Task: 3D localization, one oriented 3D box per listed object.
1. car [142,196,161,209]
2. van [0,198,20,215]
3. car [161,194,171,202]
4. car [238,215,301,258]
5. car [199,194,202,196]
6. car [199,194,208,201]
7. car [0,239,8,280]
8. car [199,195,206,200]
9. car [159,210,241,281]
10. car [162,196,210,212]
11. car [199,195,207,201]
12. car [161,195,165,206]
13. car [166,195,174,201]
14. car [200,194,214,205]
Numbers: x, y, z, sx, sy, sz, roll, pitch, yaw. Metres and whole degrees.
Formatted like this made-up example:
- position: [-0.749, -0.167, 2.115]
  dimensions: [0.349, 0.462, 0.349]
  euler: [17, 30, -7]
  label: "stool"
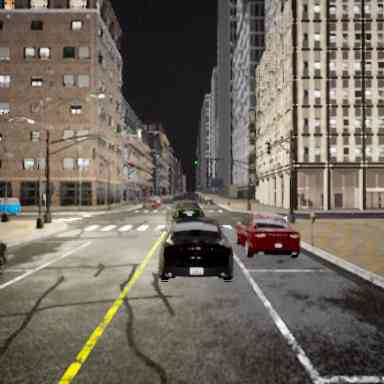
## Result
- position: [-5.664, 1.552, 45.058]
  dimensions: [1.802, 1.307, 4.206]
  euler: [1, 0, 0]
  label: "car"
- position: [-19.723, 1.509, 33.934]
  dimensions: [3.998, 1.788, 1.690]
  euler: [0, 0, 1]
  label: "van"
- position: [-5.651, 1.368, 73.315]
  dimensions: [1.967, 1.590, 4.097]
  euler: [1, 0, 0]
  label: "car"
- position: [2.704, 1.539, 12.611]
  dimensions: [1.887, 1.381, 4.507]
  euler: [1, 0, 0]
  label: "car"
- position: [2.723, 1.489, 62.009]
  dimensions: [1.887, 1.381, 4.507]
  euler: [1, 0, 0]
  label: "car"
- position: [2.732, 1.359, 78.964]
  dimensions: [1.967, 1.590, 4.097]
  euler: [1, 0, 0]
  label: "car"
- position: [-5.679, 1.563, 7.043]
  dimensions: [1.947, 1.339, 4.313]
  euler: [1, 0, 0]
  label: "car"
- position: [2.734, 1.482, 90.266]
  dimensions: [1.802, 1.307, 4.206]
  euler: [1, 0, 0]
  label: "car"
- position: [0.104, 1.502, 9.823]
  dimensions: [1.837, 1.490, 4.892]
  euler: [0, 0, 0]
  label: "car"
- position: [-0.520, 1.340, 21.547]
  dimensions: [2.097, 1.767, 4.553]
  euler: [0, 0, -9]
  label: "car"
- position: [2.733, 1.435, 84.785]
  dimensions: [1.752, 1.417, 4.829]
  euler: [1, 0, 0]
  label: "car"
- position: [-5.659, 1.402, 50.711]
  dimensions: [1.967, 1.590, 4.097]
  euler: [1, 0, 0]
  label: "car"
- position: [-5.648, 1.436, 84.450]
  dimensions: [1.752, 1.417, 4.829]
  euler: [1, 0, 0]
  label: "car"
- position: [2.721, 1.504, 56.357]
  dimensions: [2.008, 1.369, 4.403]
  euler: [1, 0, 0]
  label: "car"
